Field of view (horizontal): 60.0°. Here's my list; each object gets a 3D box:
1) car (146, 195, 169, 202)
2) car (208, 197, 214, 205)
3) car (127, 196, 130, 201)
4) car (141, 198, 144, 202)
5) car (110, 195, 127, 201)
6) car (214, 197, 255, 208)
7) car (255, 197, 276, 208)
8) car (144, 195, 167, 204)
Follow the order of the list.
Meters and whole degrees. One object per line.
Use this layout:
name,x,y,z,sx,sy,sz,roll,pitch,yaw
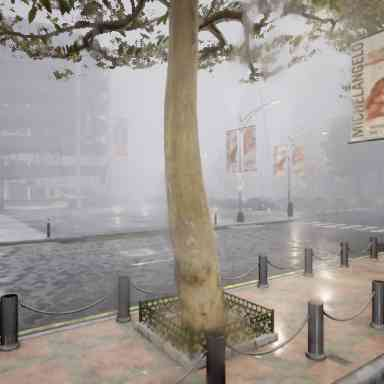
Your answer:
car,-7.932,1.525,77.283,4.902,1.511,2.128,0,0,26
car,4.178,1.547,55.966,2.033,1.411,5.357,0,0,-36
car,-17.525,1.440,81.099,4.892,1.490,1.837,0,0,12
car,-8.956,1.478,73.872,5.008,1.535,1.882,0,0,30
car,-18.488,1.427,77.735,5.008,1.535,1.882,0,0,12
car,5.980,1.547,47.423,2.033,1.411,5.357,0,0,-35
car,9.825,1.505,48.023,1.837,1.490,4.892,0,0,-36
car,-6.310,1.505,62.950,4.892,1.490,1.837,0,0,42
